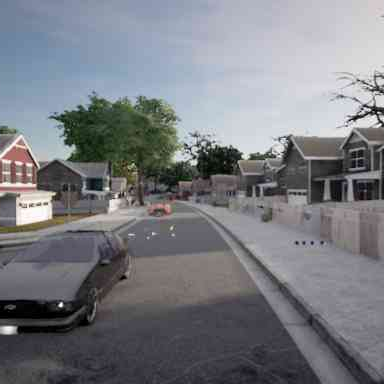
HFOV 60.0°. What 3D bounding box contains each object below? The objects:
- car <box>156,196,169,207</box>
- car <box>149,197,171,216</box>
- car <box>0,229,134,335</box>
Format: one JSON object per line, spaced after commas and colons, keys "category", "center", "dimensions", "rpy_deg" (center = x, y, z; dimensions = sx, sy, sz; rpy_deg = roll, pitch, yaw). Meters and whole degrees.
{"category": "car", "center": [-5.164, 1.595, 57.883], "dimensions": [2.097, 1.767, 4.553], "rpy_deg": [0, 0, -6]}
{"category": "car", "center": [-3.179, 1.477, 33.595], "dimensions": [2.097, 1.767, 4.553], "rpy_deg": [0, 0, -3]}
{"category": "car", "center": [-2.569, 1.569, 7.348], "dimensions": [2.033, 1.411, 5.357], "rpy_deg": [0, 0, 1]}
